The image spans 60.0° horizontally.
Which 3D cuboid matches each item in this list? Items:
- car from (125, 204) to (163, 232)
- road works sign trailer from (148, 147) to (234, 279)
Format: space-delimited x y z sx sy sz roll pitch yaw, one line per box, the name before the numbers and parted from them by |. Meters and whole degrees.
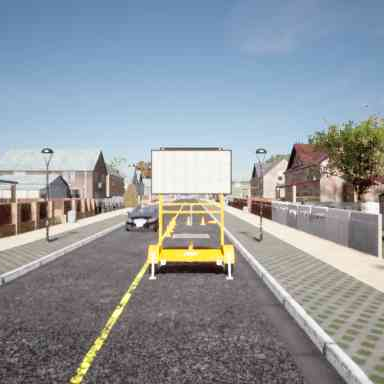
car | -2.814 1.513 20.319 2.128 1.511 4.902 0 0 0
road works sign trailer | -0.019 0.471 10.013 2.380 3.560 2.880 0 0 0
